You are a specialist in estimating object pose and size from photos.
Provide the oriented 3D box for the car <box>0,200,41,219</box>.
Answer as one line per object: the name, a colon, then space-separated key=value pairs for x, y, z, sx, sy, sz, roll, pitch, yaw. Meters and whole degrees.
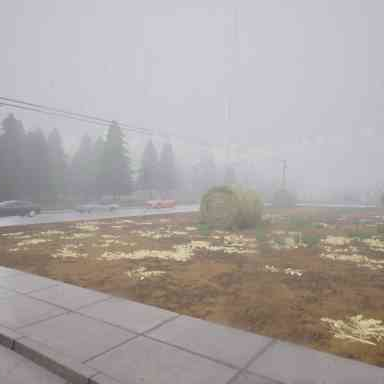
car: x=-15.847 y=1.531 z=29.164 sx=1.837 sy=1.490 sz=4.892 roll=0 pitch=0 yaw=37

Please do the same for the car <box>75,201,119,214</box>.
car: x=-10.370 y=1.628 z=36.557 sx=1.895 sy=1.301 sz=4.718 roll=0 pitch=0 yaw=37

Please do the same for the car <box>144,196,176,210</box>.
car: x=-4.281 y=1.379 z=44.753 sx=2.097 sy=1.767 sz=4.553 roll=0 pitch=0 yaw=37
